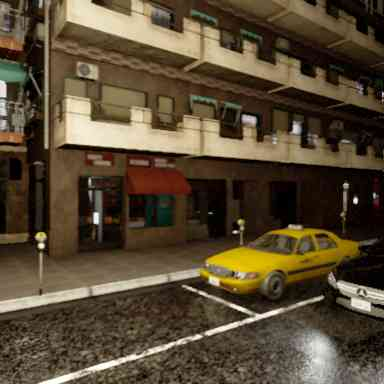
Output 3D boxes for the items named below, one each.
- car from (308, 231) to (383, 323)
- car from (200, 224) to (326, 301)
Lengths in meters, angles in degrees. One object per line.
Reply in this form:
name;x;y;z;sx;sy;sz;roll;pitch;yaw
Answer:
car;4.569;1.523;6.617;4.674;1.442;1.812;0;0;-35
car;2.423;1.522;8.287;4.829;1.417;1.752;0;0;-36
